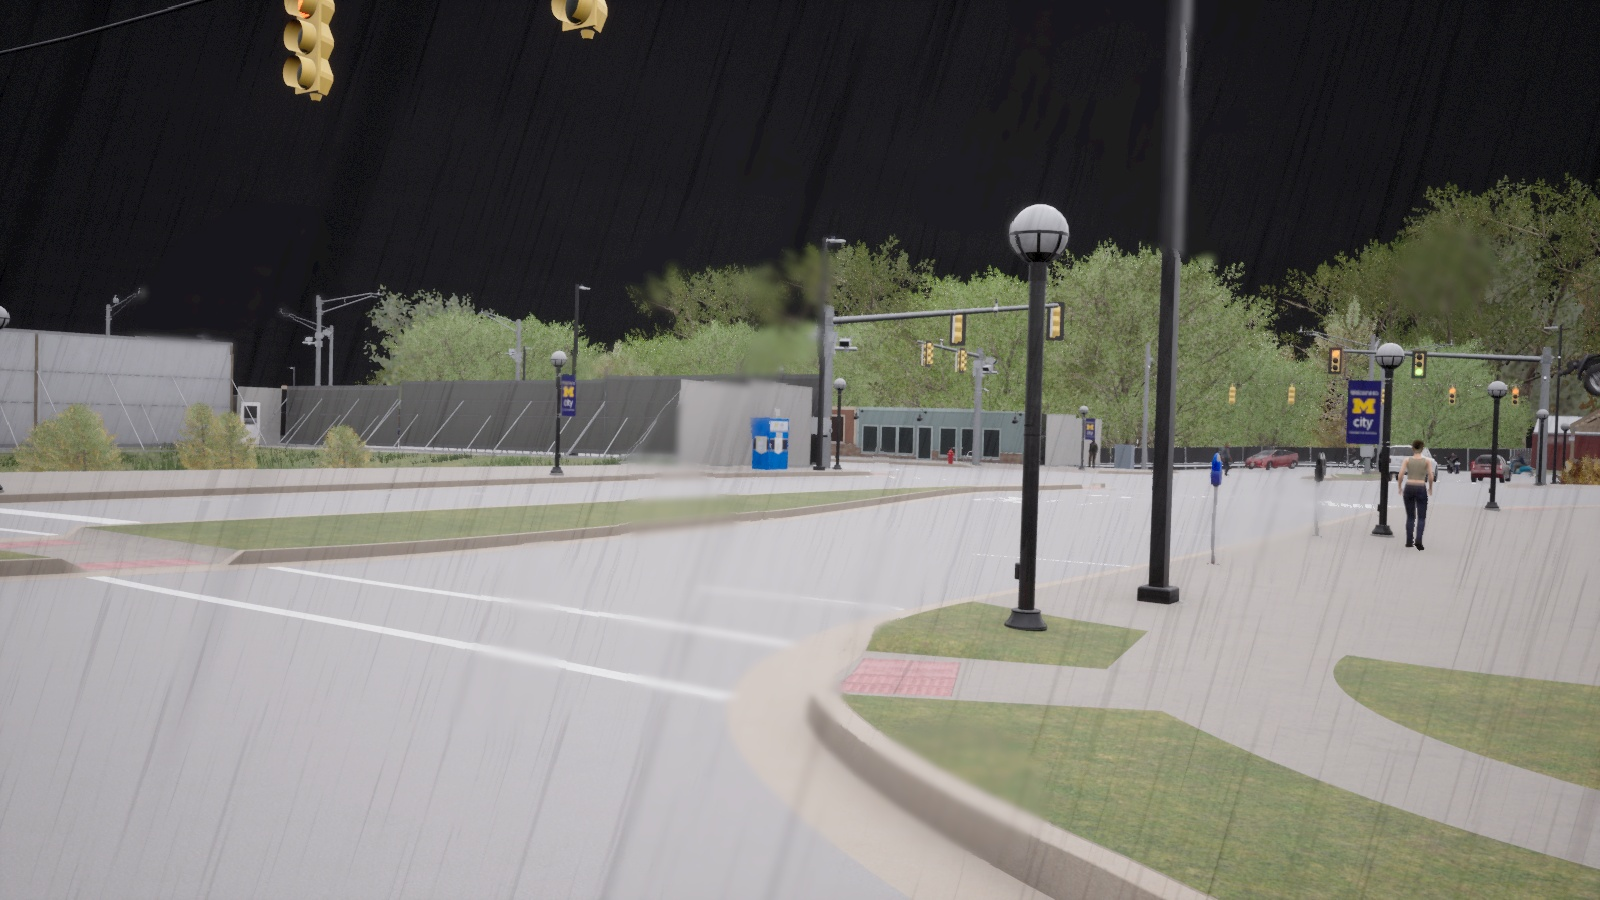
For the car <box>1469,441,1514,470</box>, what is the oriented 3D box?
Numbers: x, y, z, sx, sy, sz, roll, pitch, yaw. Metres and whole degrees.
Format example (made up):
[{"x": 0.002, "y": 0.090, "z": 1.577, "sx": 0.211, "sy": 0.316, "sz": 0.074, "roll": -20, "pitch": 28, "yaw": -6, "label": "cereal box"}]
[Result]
[{"x": 40.737, "y": 0.293, "z": 73.918, "sx": 1.851, "sy": 1.617, "sz": 3.988, "roll": 0, "pitch": 1, "yaw": 36, "label": "car"}]

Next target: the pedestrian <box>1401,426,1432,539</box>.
[{"x": 10.294, "y": 0.529, "z": 20.954, "sx": 0.345, "sy": 1.836, "sz": 0.594, "roll": 2, "pitch": 2, "yaw": 34, "label": "pedestrian"}]

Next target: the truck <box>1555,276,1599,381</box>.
[{"x": 30.155, "y": -4.362, "z": 42.220, "sx": 7.936, "sy": 3.462, "sz": 2.891, "roll": -3, "pitch": 2, "yaw": 32, "label": "truck"}]

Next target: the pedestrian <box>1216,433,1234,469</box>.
[{"x": 21.840, "y": 0.035, "z": 64.468, "sx": 0.694, "sy": 1.848, "sz": 0.540, "roll": 2, "pitch": 2, "yaw": 40, "label": "pedestrian"}]

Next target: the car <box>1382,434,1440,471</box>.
[{"x": 35.007, "y": 0.158, "z": 71.872, "sx": 2.150, "sy": 2.045, "sz": 5.566, "roll": 0, "pitch": 0, "yaw": 35, "label": "car"}]

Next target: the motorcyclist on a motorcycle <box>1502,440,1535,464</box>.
[{"x": 47.101, "y": 0.127, "z": 82.340, "sx": 1.817, "sy": 1.590, "sz": 0.866, "roll": 0, "pitch": 0, "yaw": 35, "label": "motorcyclist on a motorcycle"}]

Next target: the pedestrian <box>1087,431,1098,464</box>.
[{"x": 17.143, "y": -0.140, "z": 73.683, "sx": 0.395, "sy": 1.930, "sz": 0.692, "roll": 2, "pitch": 2, "yaw": 33, "label": "pedestrian"}]
